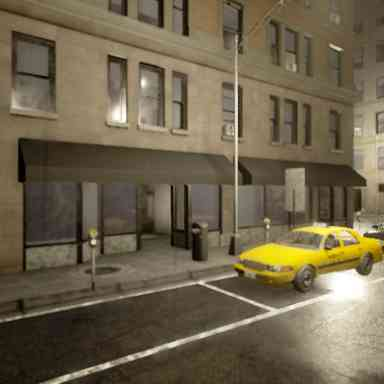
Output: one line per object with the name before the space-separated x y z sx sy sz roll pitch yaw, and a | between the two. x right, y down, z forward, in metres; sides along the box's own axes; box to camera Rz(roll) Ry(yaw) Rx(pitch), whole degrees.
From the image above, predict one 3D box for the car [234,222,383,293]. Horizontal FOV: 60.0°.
car | 3.265 1.530 8.859 4.829 1.417 1.752 0 0 -35
